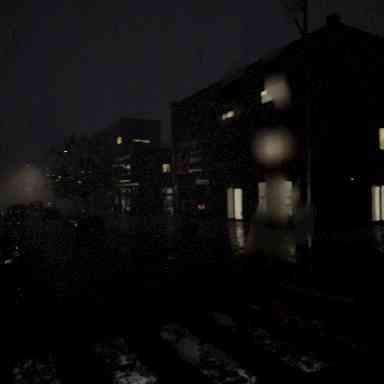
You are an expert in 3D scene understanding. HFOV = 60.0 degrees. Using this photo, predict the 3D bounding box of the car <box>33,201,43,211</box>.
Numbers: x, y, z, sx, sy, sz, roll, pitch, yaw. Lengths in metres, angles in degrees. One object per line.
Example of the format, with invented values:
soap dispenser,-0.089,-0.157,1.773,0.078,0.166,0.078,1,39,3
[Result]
car,-22.879,2.241,48.780,2.192,1.841,5.009,-3,0,-29

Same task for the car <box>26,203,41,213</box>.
car,-25.674,2.550,53.748,1.752,1.417,4.829,-3,0,-29

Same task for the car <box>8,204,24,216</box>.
car,-24.432,2.490,46.102,1.812,1.442,4.674,-2,0,-29

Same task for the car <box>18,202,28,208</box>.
car,-41.912,3.163,82.512,1.947,1.339,4.313,-3,0,-29

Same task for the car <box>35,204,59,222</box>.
car,-14.335,2.176,33.690,2.008,1.369,4.403,-3,0,-29

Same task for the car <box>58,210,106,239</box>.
car,-6.433,1.896,19.932,2.008,1.369,4.403,-3,0,-29

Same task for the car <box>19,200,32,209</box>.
car,-36.482,2.721,72.874,2.192,1.841,5.009,-3,0,-29

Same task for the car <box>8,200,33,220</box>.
car,-19.456,2.141,37.389,2.097,1.767,4.553,-2,0,-29
